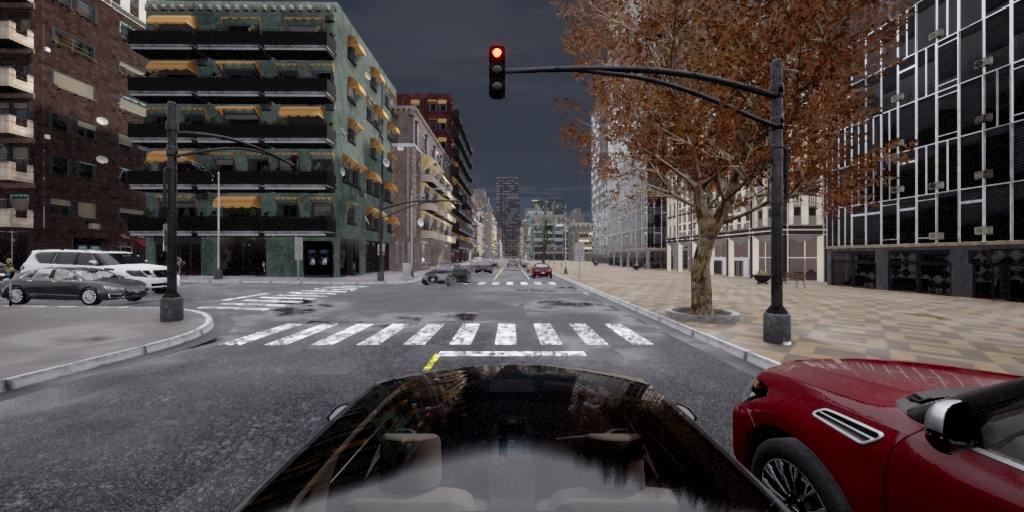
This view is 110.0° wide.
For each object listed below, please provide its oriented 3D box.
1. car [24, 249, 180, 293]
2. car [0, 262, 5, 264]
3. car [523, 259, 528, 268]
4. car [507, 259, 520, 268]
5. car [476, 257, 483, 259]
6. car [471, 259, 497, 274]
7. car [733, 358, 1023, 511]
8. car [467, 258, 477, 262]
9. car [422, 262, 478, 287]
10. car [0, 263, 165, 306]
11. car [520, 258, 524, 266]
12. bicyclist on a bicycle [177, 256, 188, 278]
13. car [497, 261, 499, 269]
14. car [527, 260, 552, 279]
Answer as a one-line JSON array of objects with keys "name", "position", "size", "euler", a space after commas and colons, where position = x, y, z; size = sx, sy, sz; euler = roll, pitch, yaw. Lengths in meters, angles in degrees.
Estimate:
[{"name": "car", "position": [-18.432, 0.738, 16.164], "size": [5.566, 2.045, 2.150], "euler": [1, 0, -1]}, {"name": "car", "position": [-33.196, 0.869, 21.801], "size": [4.403, 1.370, 2.007], "euler": [0, 0, -1]}, {"name": "car", "position": [2.676, 1.298, 44.253], "size": [1.751, 1.417, 4.829], "euler": [0, 0, 0]}, {"name": "car", "position": [0.078, 1.290, 64.494], "size": [2.128, 1.511, 4.902], "euler": [0, 0, 0]}, {"name": "car", "position": [-5.708, 1.226, 55.146], "size": [1.967, 1.591, 4.097], "euler": [0, 0, 0]}, {"name": "car", "position": [-3.114, 1.316, 40.946], "size": [2.033, 1.411, 5.357], "euler": [0, 0, 0]}, {"name": "car", "position": [2.691, 1.065, 0.631], "size": [2.192, 1.841, 5.009], "euler": [0, 0, 0]}, {"name": "car", "position": [-5.704, 1.323, 44.081], "size": [2.007, 1.370, 4.403], "euler": [0, 0, 0]}, {"name": "car", "position": [-4.349, 1.320, 24.609], "size": [1.994, 1.385, 4.181], "euler": [0, 0, 19]}, {"name": "car", "position": [-16.439, 1.091, 13.596], "size": [4.403, 1.370, 2.007], "euler": [0, 0, -1]}, {"name": "car", "position": [2.670, 1.375, 60.681], "size": [1.802, 1.307, 4.207], "euler": [0, 0, 0]}, {"name": "bicyclist on a bicycle", "position": [-23.177, 0.761, 24.854], "size": [0.582, 1.620, 1.656], "euler": [1, 0, -1]}, {"name": "car", "position": [-3.097, 1.392, 58.992], "size": [1.895, 1.301, 4.718], "euler": [0, 0, 0]}, {"name": "car", "position": [2.680, 1.307, 33.018], "size": [1.888, 1.381, 4.507], "euler": [0, 0, 0]}]
